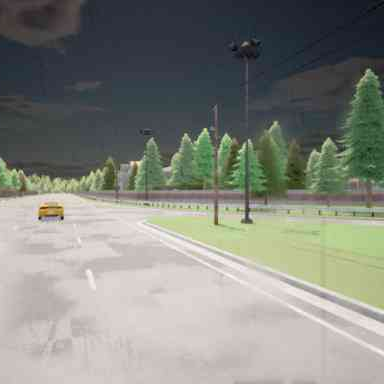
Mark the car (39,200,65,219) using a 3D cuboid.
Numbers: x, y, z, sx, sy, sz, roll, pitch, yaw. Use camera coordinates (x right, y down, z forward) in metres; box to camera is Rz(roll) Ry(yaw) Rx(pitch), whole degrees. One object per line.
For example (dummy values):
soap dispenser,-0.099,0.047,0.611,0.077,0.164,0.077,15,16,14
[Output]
car,-12.157,1.472,28.873,1.882,1.535,5.008,0,0,-21
